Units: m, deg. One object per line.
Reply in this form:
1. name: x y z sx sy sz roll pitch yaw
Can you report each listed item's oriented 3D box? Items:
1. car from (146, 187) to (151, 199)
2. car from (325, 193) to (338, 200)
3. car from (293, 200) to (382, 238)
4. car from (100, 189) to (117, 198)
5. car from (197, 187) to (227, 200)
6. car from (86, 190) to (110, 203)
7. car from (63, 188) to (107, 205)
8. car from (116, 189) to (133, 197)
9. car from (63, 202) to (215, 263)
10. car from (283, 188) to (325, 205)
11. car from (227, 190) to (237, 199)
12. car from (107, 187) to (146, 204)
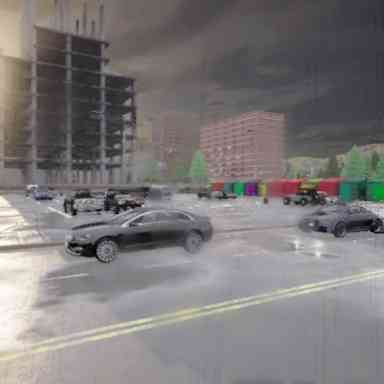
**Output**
1. car: -9.693 -0.073 60.478 1.932 1.855 4.605 0 1 -30
2. car: 14.077 0.728 36.638 1.970 1.475 3.806 0 1 -30
3. car: 7.110 1.275 15.908 4.181 1.385 1.994 0 1 -29
4. car: -14.483 0.207 57.623 1.970 1.475 3.806 0 1 -30
5. car: 2.706 0.175 50.287 1.932 1.855 4.605 0 1 -30
6. car: -11.833 0.529 41.679 1.970 1.475 3.806 0 1 -30
7. car: -7.869 0.651 23.821 1.932 1.855 4.605 0 1 -30
8. car: -11.984 0.156 59.084 1.784 1.438 3.905 0 1 -30
9. car: -1.575 1.264 11.027 4.902 1.511 2.128 0 1 -30
10. car: 11.574 0.508 35.180 1.905 1.878 3.866 0 1 -30
11. car: 5.237 0.368 51.698 1.784 1.438 3.905 0 1 -30
12. car: -5.343 0.636 25.236 1.905 1.878 3.866 0 1 -30
